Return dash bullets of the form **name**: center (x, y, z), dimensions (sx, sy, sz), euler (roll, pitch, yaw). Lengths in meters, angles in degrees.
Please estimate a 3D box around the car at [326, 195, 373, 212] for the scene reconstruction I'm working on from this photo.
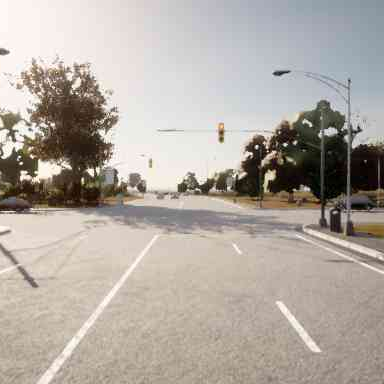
- **car**: center (17.054, 1.154, 36.191), dimensions (4.553, 1.767, 2.097), euler (0, 0, -3)

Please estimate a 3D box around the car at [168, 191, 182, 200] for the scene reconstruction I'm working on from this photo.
- **car**: center (-4.050, 0.936, 80.081), dimensions (2.097, 1.767, 4.553), euler (0, 1, -3)

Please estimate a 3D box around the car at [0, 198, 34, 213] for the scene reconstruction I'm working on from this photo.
- **car**: center (-18.734, 1.335, 34.166), dimensions (4.674, 1.442, 1.812), euler (0, 0, -3)

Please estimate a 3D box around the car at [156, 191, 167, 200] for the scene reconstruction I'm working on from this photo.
- **car**: center (-7.540, 1.083, 79.810), dimensions (1.837, 1.490, 4.892), euler (0, 1, -3)
